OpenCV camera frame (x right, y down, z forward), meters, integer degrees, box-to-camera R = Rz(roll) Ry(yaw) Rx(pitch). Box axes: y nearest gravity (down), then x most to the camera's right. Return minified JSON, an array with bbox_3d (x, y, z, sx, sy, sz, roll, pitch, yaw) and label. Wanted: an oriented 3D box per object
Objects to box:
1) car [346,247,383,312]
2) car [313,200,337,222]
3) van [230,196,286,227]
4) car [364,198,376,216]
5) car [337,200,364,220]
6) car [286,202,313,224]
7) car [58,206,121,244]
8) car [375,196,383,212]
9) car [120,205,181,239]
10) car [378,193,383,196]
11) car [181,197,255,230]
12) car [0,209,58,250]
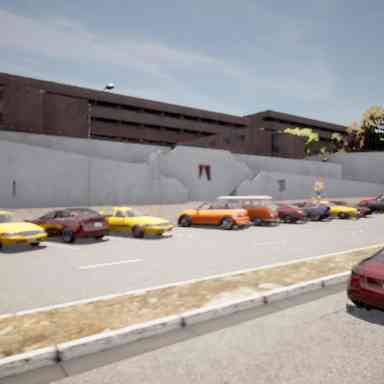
[{"bbox_3d":[4.987,1.572,6.690,4.181,1.385,1.994,0,0,-35],"label":"car"},{"bbox_3d":[8.533,1.508,26.404,4.792,1.488,2.163,-1,0,35],"label":"car"},{"bbox_3d":[3.798,1.273,22.872,4.442,1.987,1.878,-1,-1,35],"label":"van"},{"bbox_3d":[13.449,1.464,29.838,4.792,1.488,2.163,-1,-1,35],"label":"car"},{"bbox_3d":[11.148,1.452,28.022,5.366,1.575,1.946,-1,-1,35],"label":"car"},{"bbox_3d":[6.130,1.530,24.655,4.674,1.452,2.002,-1,0,35],"label":"car"},{"bbox_3d":[-6.053,1.528,16.021,4.792,1.488,2.163,-1,-1,35],"label":"car"},{"bbox_3d":[18.289,1.413,33.311,4.674,1.452,2.002,-1,0,35],"label":"car"},{"bbox_3d":[-3.443,1.497,17.634,5.366,1.575,1.946,-1,-1,35],"label":"car"},{"bbox_3d":[20.687,1.087,35.059,5.566,2.045,2.435,-1,0,35],"label":"car"},{"bbox_3d":[1.287,1.378,21.180,4.553,1.767,2.185,-1,-1,35],"label":"car"},{"bbox_3d":[-8.304,1.489,14.175,5.366,1.575,1.946,-1,-1,35],"label":"car"}]
